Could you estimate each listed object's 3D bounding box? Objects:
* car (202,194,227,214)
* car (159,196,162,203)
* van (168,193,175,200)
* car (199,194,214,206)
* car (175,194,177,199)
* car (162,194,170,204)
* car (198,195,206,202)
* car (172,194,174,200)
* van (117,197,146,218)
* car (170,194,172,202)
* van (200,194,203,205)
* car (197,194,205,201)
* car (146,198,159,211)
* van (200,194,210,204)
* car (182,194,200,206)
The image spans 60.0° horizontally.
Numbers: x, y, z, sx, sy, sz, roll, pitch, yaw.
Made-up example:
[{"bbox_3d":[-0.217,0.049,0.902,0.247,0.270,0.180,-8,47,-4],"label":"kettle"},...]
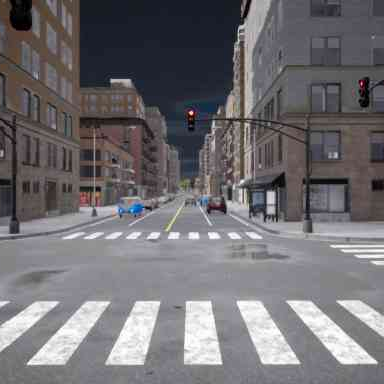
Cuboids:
[{"bbox_3d":[2.555,1.312,35.406,2.192,1.841,5.009,0,0,0],"label":"car"},{"bbox_3d":[-5.600,1.540,46.182,1.887,1.381,4.507,0,0,0],"label":"car"},{"bbox_3d":[-5.798,1.327,94.838,1.690,1.788,3.998,0,0,0],"label":"van"},{"bbox_3d":[2.442,1.308,57.031,2.192,1.841,5.009,0,0,0],"label":"car"},{"bbox_3d":[-5.776,1.569,89.431,1.802,1.307,4.206,0,0,0],"label":"car"},{"bbox_3d":[-5.665,1.518,62.231,1.752,1.417,4.829,0,0,0],"label":"car"},{"bbox_3d":[2.327,1.514,78.825,1.752,1.417,4.829,0,0,0],"label":"car"},{"bbox_3d":[-5.710,1.556,73.213,1.947,1.339,4.313,0,0,0],"label":"car"},{"bbox_3d":[-5.534,1.339,29.963,1.690,1.788,3.998,0,0,0],"label":"van"},{"bbox_3d":[-5.688,1.542,67.806,2.008,1.369,4.403,0,0,0],"label":"car"},{"bbox_3d":[2.470,1.335,51.624,1.690,1.788,3.998,0,0,0],"label":"van"},{"bbox_3d":[2.300,1.428,84.061,1.967,1.590,4.097,0,0,0],"label":"car"},{"bbox_3d":[-5.578,1.562,40.775,1.947,1.339,4.313,0,0,0],"label":"car"},{"bbox_3d":[2.413,1.333,62.437,1.690,1.788,3.998,0,0,0],"label":"van"},{"bbox_3d":[-0.183,1.485,55.105,2.128,1.511,4.902,0,0,0],"label":"car"}]
